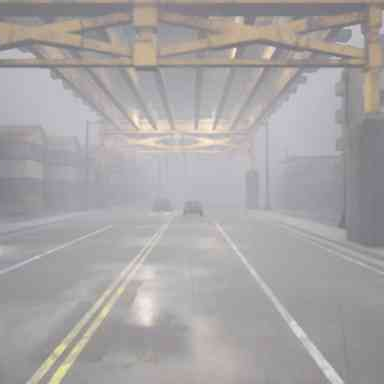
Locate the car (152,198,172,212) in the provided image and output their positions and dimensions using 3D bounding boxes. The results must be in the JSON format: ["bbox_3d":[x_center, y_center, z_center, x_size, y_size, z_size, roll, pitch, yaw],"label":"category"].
[{"bbox_3d":[-3.412,1.450,38.159,1.882,1.535,5.008,0,0,2],"label":"car"}]

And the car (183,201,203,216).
[{"bbox_3d":[0.104,1.525,31.779,2.033,1.411,5.357,0,0,0],"label":"car"}]
